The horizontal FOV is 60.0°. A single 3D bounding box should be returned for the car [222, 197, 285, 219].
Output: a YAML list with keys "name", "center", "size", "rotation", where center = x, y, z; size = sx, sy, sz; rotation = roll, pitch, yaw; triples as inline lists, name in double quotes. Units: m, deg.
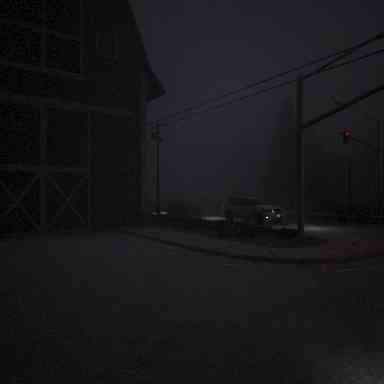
- name: "car"
  center: [4.737, 1.400, 26.509]
  size: [2.150, 2.045, 5.566]
  rotation: [0, 0, -34]

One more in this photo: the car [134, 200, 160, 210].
- name: "car"
  center: [-6.719, 1.922, 49.571]
  size: [1.895, 1.301, 4.718]
  rotation: [0, 0, -34]

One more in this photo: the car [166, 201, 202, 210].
- name: "car"
  center: [-0.903, 1.708, 34.735]
  size: [1.882, 1.535, 5.008]
  rotation: [0, 0, -35]

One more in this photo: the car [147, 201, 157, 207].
- name: "car"
  center: [-6.290, 1.786, 42.597]
  size: [1.837, 1.490, 4.892]
  rotation: [0, 0, -34]
